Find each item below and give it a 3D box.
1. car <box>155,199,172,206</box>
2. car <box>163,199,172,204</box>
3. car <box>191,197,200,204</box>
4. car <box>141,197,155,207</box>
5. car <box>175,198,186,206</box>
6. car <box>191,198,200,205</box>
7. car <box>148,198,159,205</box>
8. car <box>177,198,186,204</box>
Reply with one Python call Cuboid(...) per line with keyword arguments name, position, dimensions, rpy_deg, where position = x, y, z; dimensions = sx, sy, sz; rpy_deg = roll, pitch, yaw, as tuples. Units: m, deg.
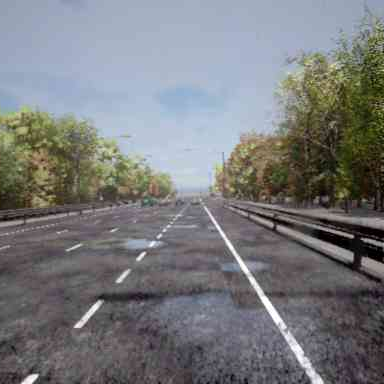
Cuboid(name="car", position=(-6.243, 2.337, 73.157), dimensions=(2.033, 1.411, 5.357), rpy_deg=(-2, -1, 1))
Cuboid(name="car", position=(-6.087, 2.379, 83.607), dimensions=(1.895, 1.301, 4.718), rpy_deg=(-2, -1, 1))
Cuboid(name="car", position=(0.907, 2.124, 83.474), dimensions=(2.033, 1.411, 5.357), rpy_deg=(-2, -1, 1))
Cuboid(name="car", position=(-9.750, 2.122, 73.242), dimensions=(2.150, 2.045, 5.566), rpy_deg=(-2, -1, 1))
Cuboid(name="car", position=(-2.739, 2.226, 73.522), dimensions=(1.812, 1.442, 4.674), rpy_deg=(-2, -1, 1))
Cuboid(name="car", position=(0.753, 2.137, 73.054), dimensions=(2.033, 1.411, 5.357), rpy_deg=(-2, -1, 1))
Cuboid(name="car", position=(-9.588, 2.409, 83.629), dimensions=(2.128, 1.511, 4.902), rpy_deg=(-2, -1, 1))
Cuboid(name="car", position=(-2.591, 2.224, 83.525), dimensions=(2.033, 1.411, 5.357), rpy_deg=(-2, -1, 1))
